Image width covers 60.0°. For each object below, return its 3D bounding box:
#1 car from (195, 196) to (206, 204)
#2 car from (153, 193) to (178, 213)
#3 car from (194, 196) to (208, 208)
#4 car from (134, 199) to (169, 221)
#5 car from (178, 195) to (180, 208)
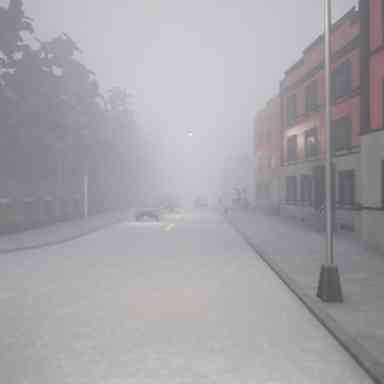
[{"bbox_3d":[1.543,1.423,61.111,1.837,1.490,4.892,0,0,1],"label":"car"},{"bbox_3d":[-3.136,1.193,37.648,2.150,2.045,5.566,0,0,1],"label":"car"},{"bbox_3d":[1.308,1.497,47.715,1.994,1.385,4.181,0,0,1],"label":"car"},{"bbox_3d":[-3.388,1.532,27.465,2.033,1.411,5.357,0,0,1],"label":"car"},{"bbox_3d":[-2.874,1.179,47.365,2.150,2.045,5.566,0,0,2],"label":"car"}]
